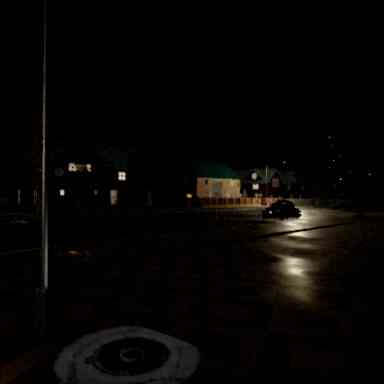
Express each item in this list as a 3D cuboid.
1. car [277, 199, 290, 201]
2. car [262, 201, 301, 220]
[{"bbox_3d":[13.426,1.869,49.549,1.837,1.490,4.892,1,-1,43],"label":"car"},{"bbox_3d":[8.009,1.720,29.543,1.994,1.385,4.181,1,0,43],"label":"car"}]
